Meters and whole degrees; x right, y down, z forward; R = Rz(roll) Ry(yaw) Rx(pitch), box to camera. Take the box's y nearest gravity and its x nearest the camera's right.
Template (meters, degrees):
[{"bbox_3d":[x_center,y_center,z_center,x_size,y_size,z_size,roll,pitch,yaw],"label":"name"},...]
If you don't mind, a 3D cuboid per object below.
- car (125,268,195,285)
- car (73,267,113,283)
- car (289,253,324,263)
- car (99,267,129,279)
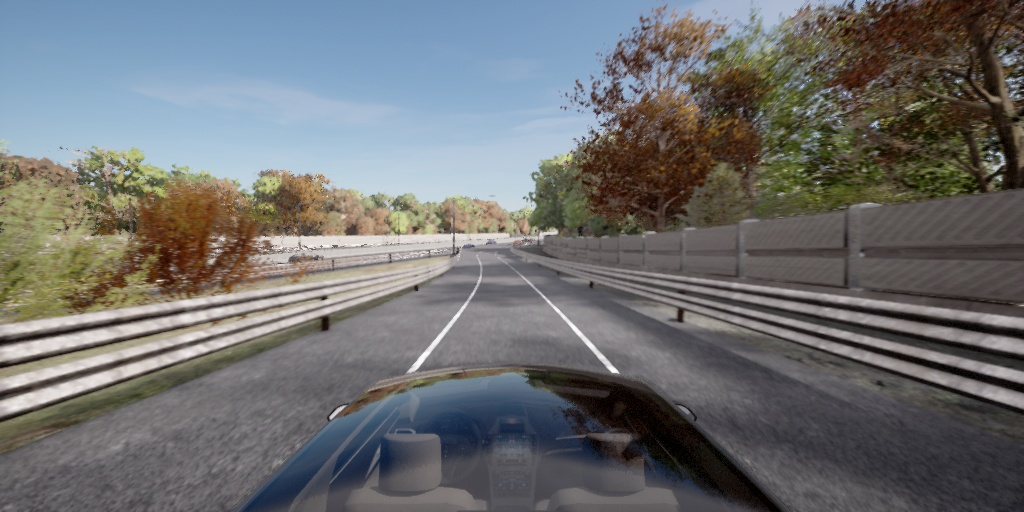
[{"bbox_3d":[-28.384,1.733,30.109,1.837,1.490,4.892,1,4,18],"label":"car"},{"bbox_3d":[-35.086,1.680,32.141,2.033,1.411,5.357,1,4,18],"label":"car"},{"bbox_3d":[-28.926,0.314,50.689,2.128,1.511,4.902,1,4,18],"label":"car"},{"bbox_3d":[-31.739,1.780,31.128,1.895,1.301,4.718,1,4,18],"label":"car"}]
